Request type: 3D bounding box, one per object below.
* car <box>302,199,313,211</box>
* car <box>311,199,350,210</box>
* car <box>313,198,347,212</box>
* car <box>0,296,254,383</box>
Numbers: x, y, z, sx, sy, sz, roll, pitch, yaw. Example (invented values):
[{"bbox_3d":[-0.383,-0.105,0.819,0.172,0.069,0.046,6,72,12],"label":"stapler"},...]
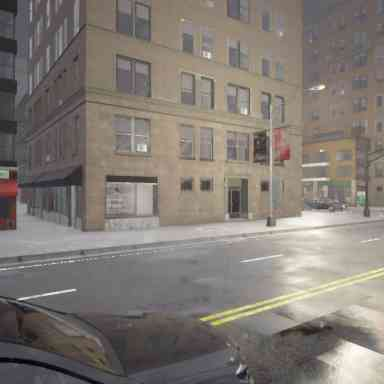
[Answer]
[{"bbox_3d":[11.517,1.422,39.014,1.967,1.590,4.097,0,0,-35],"label":"car"},{"bbox_3d":[18.072,1.578,43.641,1.947,1.339,4.313,0,0,-35],"label":"car"},{"bbox_3d":[15.159,1.484,38.252,2.128,1.511,4.902,0,0,-35],"label":"car"},{"bbox_3d":[-1.597,1.526,2.301,4.674,1.442,1.812,0,0,-35],"label":"car"}]
